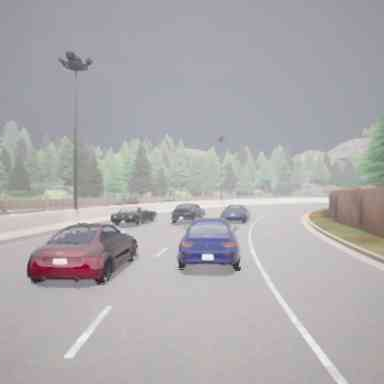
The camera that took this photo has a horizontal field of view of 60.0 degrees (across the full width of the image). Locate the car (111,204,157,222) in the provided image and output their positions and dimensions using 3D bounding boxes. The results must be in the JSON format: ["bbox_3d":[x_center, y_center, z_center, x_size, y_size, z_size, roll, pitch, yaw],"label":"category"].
[{"bbox_3d":[-4.203,1.743,24.869,1.895,1.301,4.718,0,0,13],"label":"car"}]

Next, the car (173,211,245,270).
[{"bbox_3d":[0.622,1.582,11.166,1.812,1.442,4.674,0,0,5],"label":"car"}]

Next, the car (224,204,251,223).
[{"bbox_3d":[3.609,1.694,27.036,1.994,1.385,4.181,0,0,15],"label":"car"}]

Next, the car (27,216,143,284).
[{"bbox_3d":[-2.988,1.625,9.887,1.994,1.385,4.181,0,0,4],"label":"car"}]

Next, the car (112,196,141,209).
[{"bbox_3d":[-9.920,1.567,50.902,2.097,1.767,4.553,0,0,26],"label":"car"}]

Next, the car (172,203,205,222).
[{"bbox_3d":[-0.190,1.643,26.370,1.837,1.490,4.892,0,0,14],"label":"car"}]
